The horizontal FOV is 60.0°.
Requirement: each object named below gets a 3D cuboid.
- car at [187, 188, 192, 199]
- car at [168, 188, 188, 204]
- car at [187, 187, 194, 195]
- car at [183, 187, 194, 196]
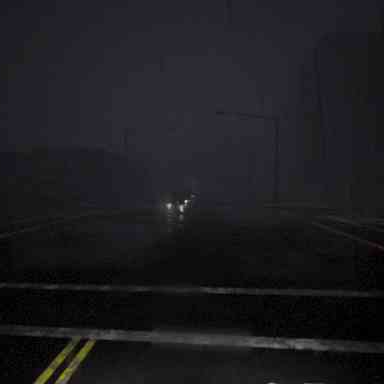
[{"bbox_3d":[-1.502,0.504,51.365,1.994,1.385,4.181,0,1,3],"label":"car"},{"bbox_3d":[-1.889,0.668,42.487,1.837,1.490,4.892,0,1,3],"label":"car"},{"bbox_3d":[-1.098,0.266,60.217,2.033,1.411,5.357,0,1,3],"label":"car"},{"bbox_3d":[-0.624,-0.211,71.231,2.097,1.767,4.553,0,1,2],"label":"car"}]
